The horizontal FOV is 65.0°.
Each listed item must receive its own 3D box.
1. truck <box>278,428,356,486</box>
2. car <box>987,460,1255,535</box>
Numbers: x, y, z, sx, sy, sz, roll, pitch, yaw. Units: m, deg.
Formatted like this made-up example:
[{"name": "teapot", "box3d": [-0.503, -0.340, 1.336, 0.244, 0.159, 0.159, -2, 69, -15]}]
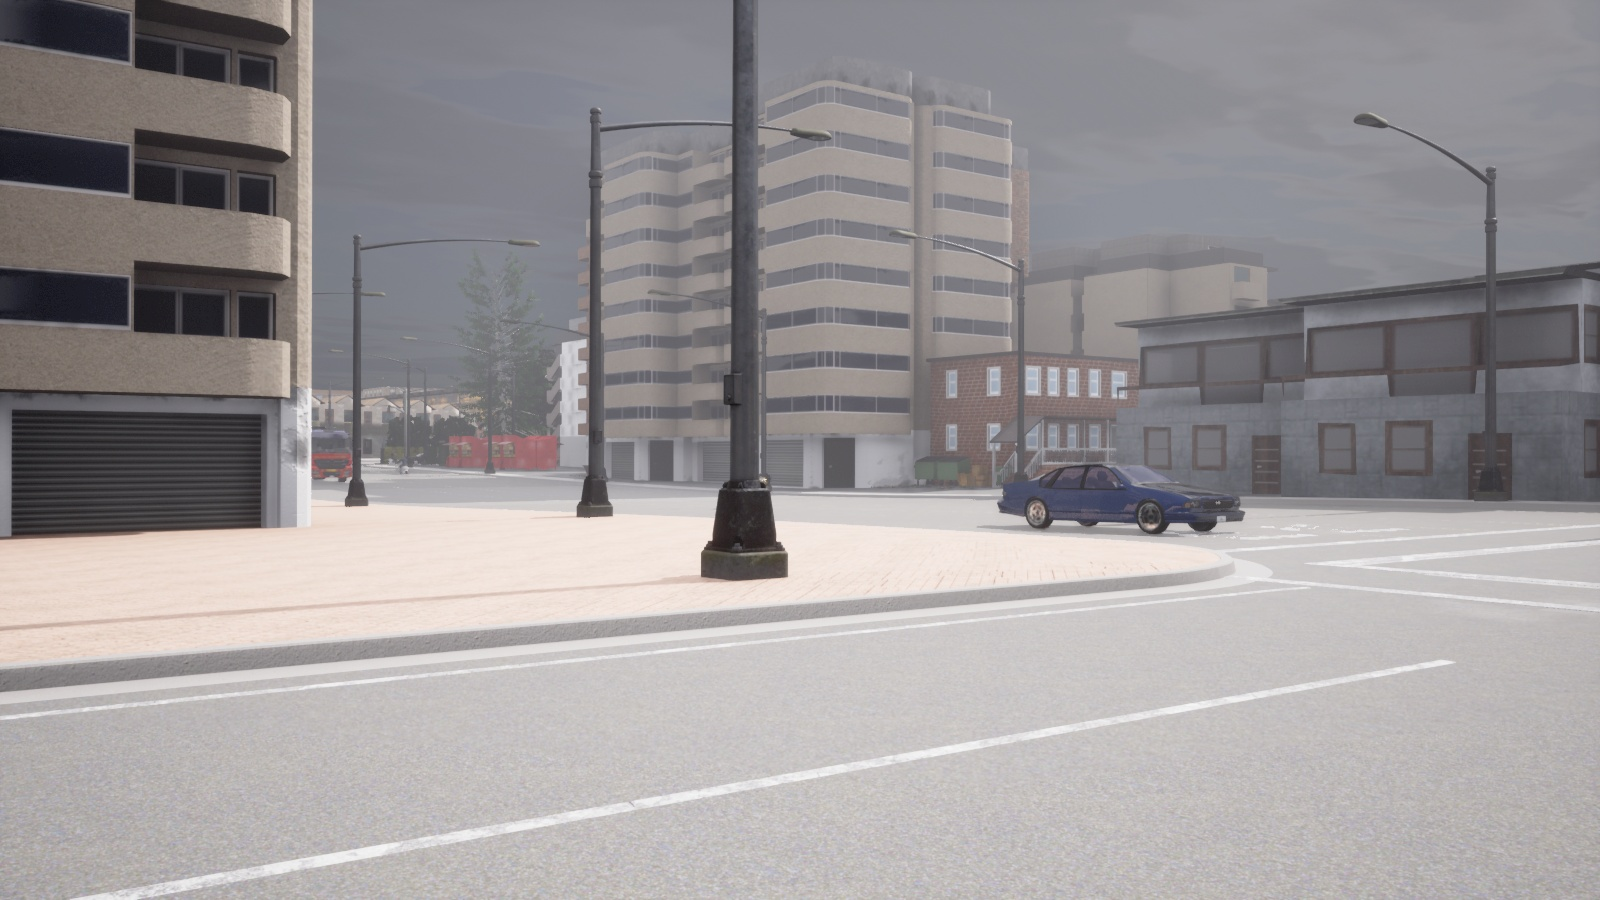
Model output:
[{"name": "truck", "box3d": [-33.649, 0.420, 87.246, 2.891, 3.827, 8.468, 0, 1, -36]}, {"name": "car", "box3d": [6.578, 0.949, 26.400, 2.033, 1.411, 5.357, 0, -1, -36]}]
